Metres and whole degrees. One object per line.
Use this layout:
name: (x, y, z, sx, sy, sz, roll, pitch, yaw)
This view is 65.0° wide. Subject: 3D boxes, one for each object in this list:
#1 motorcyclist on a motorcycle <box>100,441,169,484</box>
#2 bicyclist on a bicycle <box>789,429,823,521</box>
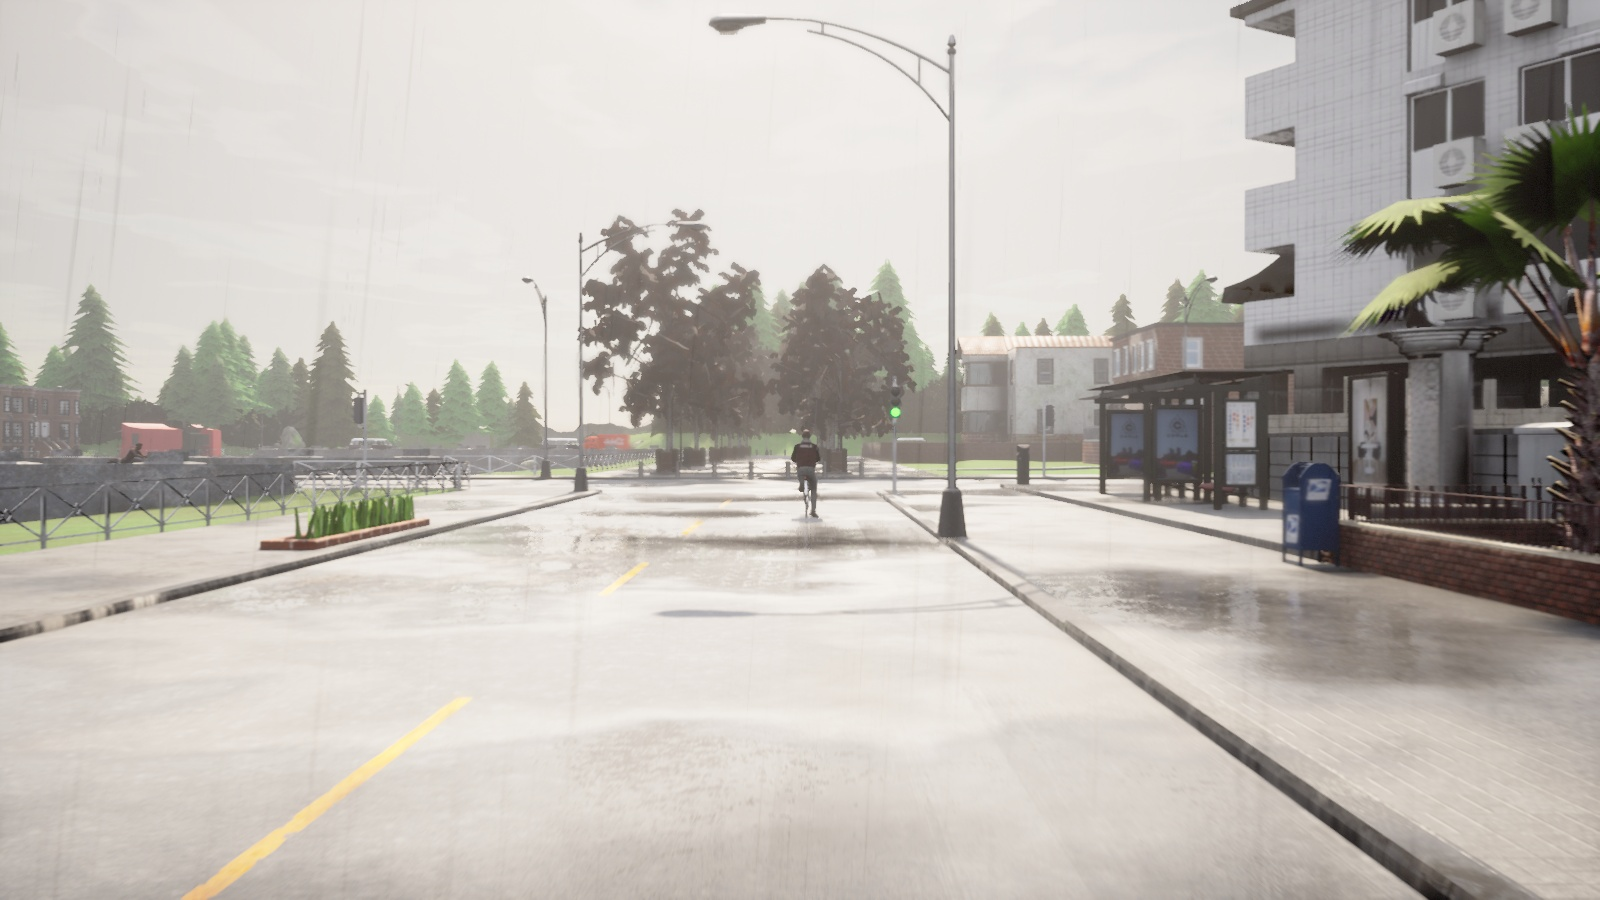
motorcyclist on a motorcycle: (-23.778, 0.457, 44.878, 2.044, 1.523, 0.797, 0, 0, 1)
bicyclist on a bicycle: (0.130, 0.476, 25.156, 0.659, 1.776, 1.843, 0, 0, 1)
